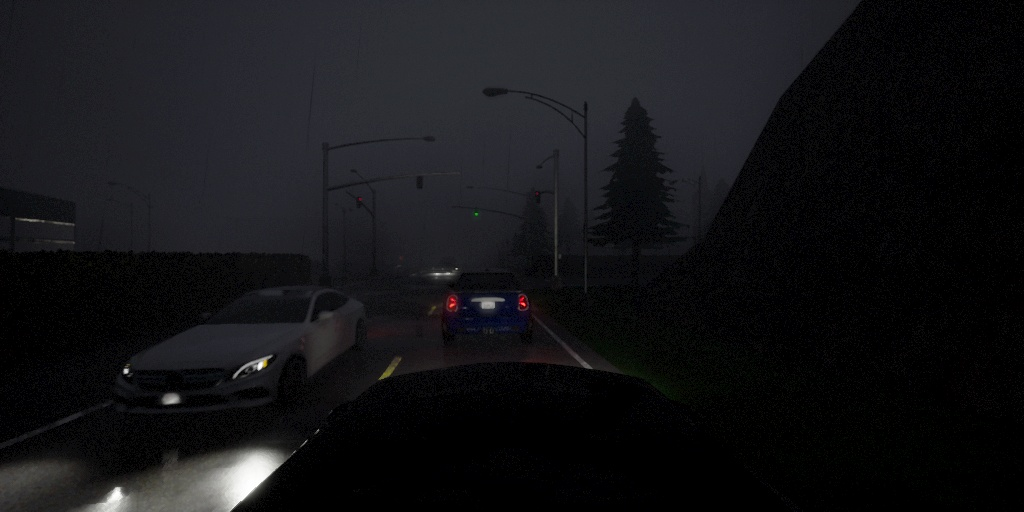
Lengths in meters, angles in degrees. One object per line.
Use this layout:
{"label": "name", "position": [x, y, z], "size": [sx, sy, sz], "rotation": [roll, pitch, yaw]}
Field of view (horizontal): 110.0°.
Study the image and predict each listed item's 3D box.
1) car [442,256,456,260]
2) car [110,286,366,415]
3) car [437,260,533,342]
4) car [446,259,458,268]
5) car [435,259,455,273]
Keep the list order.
{"label": "car", "position": [-9.586, 1.061, 54.174], "size": [2.150, 2.045, 5.566], "rotation": [0, 0, -7]}
{"label": "car", "position": [-3.946, 1.284, 6.216], "size": [1.812, 1.442, 4.674], "rotation": [0, 0, -6]}
{"label": "car", "position": [-0.758, 1.115, 10.063], "size": [2.097, 1.767, 4.553], "rotation": [0, 0, -6]}
{"label": "car", "position": [-10.737, 1.334, 64.407], "size": [1.882, 1.535, 5.008], "rotation": [0, 0, -6]}
{"label": "car", "position": [-8.496, 1.387, 44.783], "size": [1.994, 1.385, 4.181], "rotation": [0, 0, -7]}
